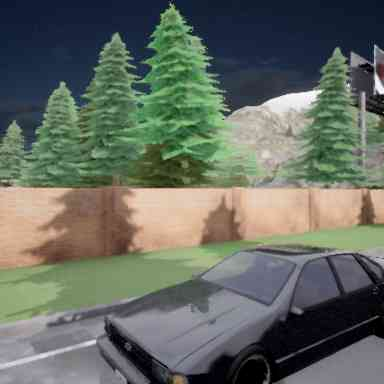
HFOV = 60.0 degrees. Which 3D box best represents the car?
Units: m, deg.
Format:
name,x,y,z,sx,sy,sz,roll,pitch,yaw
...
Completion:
name,x,y,z,sx,sy,sz,roll,pitch,yaw
car,1.433,1.538,5.003,5.357,1.411,2.033,0,0,-35
